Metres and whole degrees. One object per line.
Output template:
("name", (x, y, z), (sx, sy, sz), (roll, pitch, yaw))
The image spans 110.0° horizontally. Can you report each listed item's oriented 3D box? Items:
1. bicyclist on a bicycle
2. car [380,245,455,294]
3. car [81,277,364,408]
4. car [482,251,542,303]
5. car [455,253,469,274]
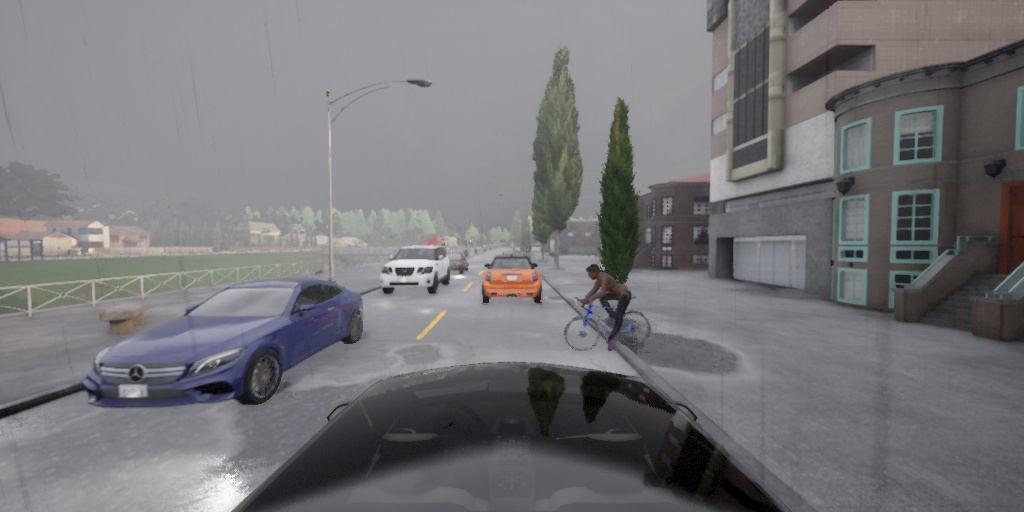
("bicyclist on a bicycle", (1.766, 0.972, 6.805), (1.656, 1.620, 0.582), (-6, 2, 0))
("car", (-4.254, 0.497, 16.700), (2.150, 2.045, 5.566), (0, 2, -1))
("car", (-4.137, 1.134, 6.199), (1.812, 1.442, 4.674), (0, 2, -1))
("car", (-0.028, 0.705, 14.227), (2.097, 1.767, 4.553), (0, 2, -1))
("car", (-4.338, 0.486, 26.657), (1.812, 1.442, 4.674), (0, 2, 0))
